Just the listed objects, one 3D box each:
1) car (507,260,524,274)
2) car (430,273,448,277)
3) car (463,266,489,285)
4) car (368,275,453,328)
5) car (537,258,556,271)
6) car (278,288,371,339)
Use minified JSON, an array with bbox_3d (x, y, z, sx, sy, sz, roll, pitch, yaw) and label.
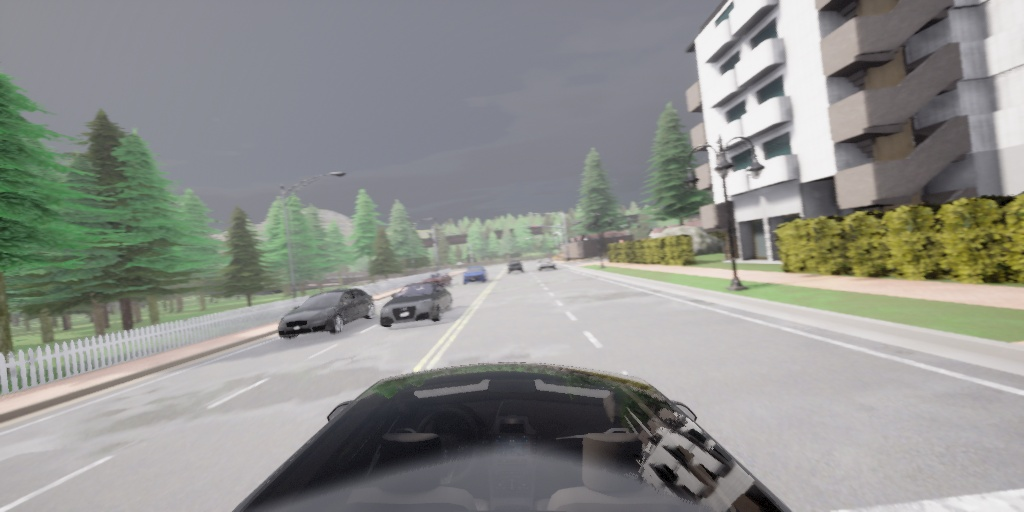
[{"bbox_3d":[0.422,1.279,43.549,1.837,1.490,4.892,-7,0,1],"label":"car"},{"bbox_3d":[-6.723,2.243,32.641,1.895,1.301,4.718,-7,0,1],"label":"car"},{"bbox_3d":[-3.264,1.687,32.630,1.882,1.535,5.008,-7,0,1],"label":"car"},{"bbox_3d":[-3.571,1.754,13.937,1.994,1.385,4.181,-7,0,1],"label":"car"},{"bbox_3d":[3.869,0.960,40.973,1.895,1.301,4.718,-7,0,1],"label":"car"},{"bbox_3d":[-7.052,2.108,14.169,1.837,1.490,4.892,-7,0,1],"label":"car"}]
